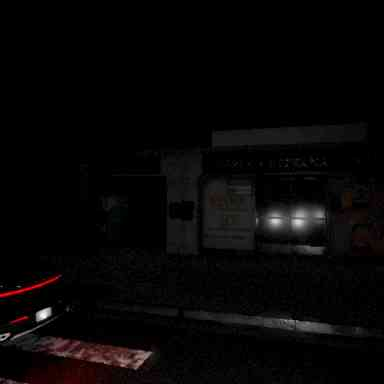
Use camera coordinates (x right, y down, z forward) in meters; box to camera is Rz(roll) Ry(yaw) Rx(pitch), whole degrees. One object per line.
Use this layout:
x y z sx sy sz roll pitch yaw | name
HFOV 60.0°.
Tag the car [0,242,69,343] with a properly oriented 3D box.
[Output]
-4.492 1.569 5.633 4.892 1.490 1.837 0 -1 17 | car
